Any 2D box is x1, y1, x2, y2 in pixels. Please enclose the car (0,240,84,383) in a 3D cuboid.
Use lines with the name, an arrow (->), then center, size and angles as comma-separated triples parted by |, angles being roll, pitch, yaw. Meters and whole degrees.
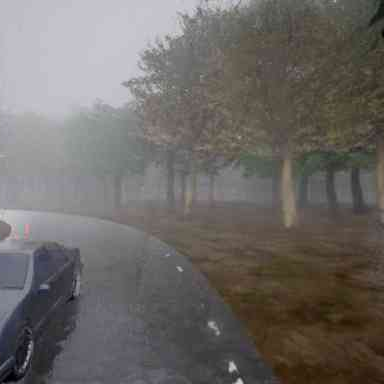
car -> -3.165, 1.597, 5.635 | 2.033, 1.411, 5.357 | 0, 0, -7

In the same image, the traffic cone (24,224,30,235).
traffic cone -> -9.109, 2.035, 18.336 | 0.340, 0.580, 0.340 | 0, 0, -24

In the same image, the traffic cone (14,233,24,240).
traffic cone -> -7.374, 2.028, 13.942 | 0.340, 0.580, 0.340 | 0, 0, -19
